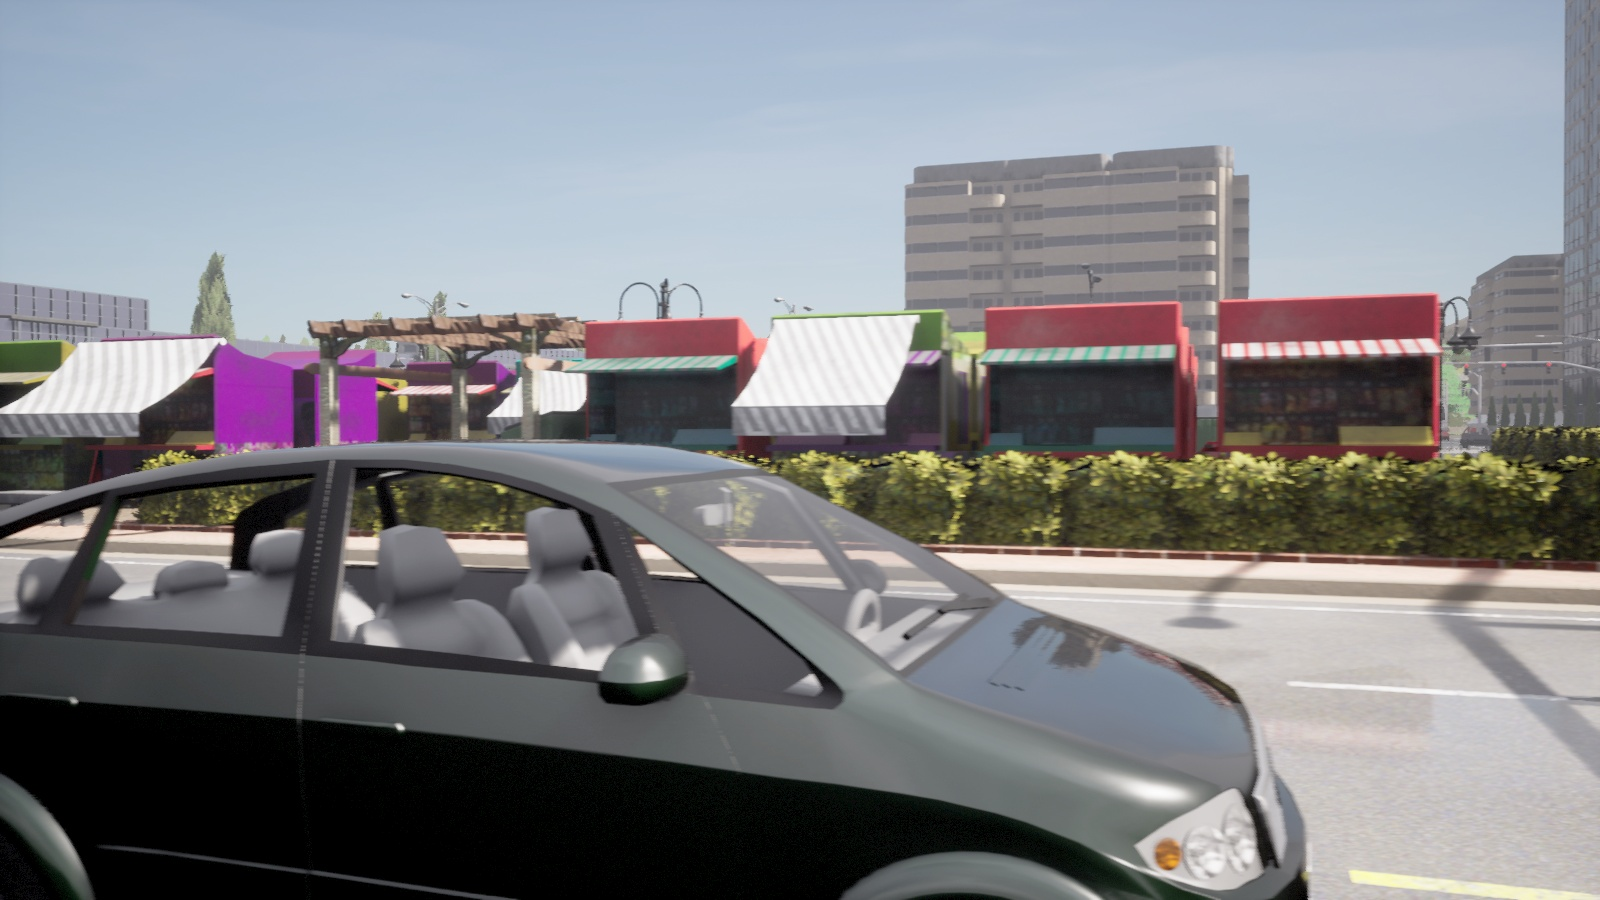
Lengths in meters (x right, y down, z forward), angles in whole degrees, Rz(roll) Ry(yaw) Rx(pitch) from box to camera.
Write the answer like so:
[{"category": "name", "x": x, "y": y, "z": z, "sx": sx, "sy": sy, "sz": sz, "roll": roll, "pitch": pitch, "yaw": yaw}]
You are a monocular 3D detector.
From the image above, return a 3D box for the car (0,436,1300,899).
[{"category": "car", "x": -0.688, "y": 0.748, "z": 3.423, "sx": 3.705, "sy": 1.549, "sz": 1.789, "roll": 0, "pitch": 1, "yaw": 19}]
